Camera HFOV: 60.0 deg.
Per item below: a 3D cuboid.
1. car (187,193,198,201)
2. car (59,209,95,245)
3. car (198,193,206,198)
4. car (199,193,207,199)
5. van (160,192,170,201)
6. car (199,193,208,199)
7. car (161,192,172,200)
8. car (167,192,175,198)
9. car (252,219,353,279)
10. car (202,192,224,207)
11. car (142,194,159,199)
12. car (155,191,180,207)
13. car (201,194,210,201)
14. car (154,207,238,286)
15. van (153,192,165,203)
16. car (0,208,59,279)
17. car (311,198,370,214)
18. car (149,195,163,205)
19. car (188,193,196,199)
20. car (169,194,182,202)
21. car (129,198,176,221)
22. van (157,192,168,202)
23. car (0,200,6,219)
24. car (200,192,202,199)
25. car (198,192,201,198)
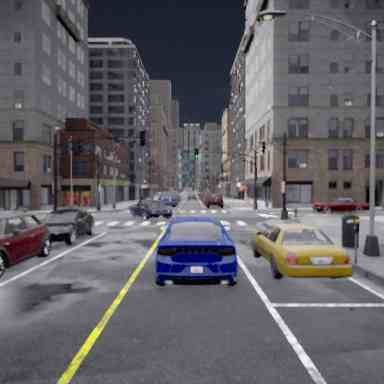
[{"bbox_3d":[-0.022,1.062,71.251,2.128,1.511,4.902,0,0,0],"label":"car"},{"bbox_3d":[-5.680,1.461,14.943,1.947,1.339,4.313,-1,0,0],"label":"car"},{"bbox_3d":[2.833,0.955,92.090,2.008,1.369,4.403,-1,0,0],"label":"car"},{"bbox_3d":[2.833,1.008,86.504,1.947,1.339,4.313,-1,0,0],"label":"car"},{"bbox_3d":[-5.700,0.896,69.743,1.690,1.788,3.998,-1,0,0],"label":"van"},{"bbox_3d":[2.834,1.046,80.918,1.947,1.339,4.313,-1,0,0],"label":"car"},{"bbox_3d":[-5.702,0.833,75.329,2.192,1.841,5.009,-1,0,0],"label":"car"},{"bbox_3d":[-5.706,0.845,92.086,1.967,1.590,4.097,-1,0,0],"label":"car"},{"bbox_3d":[2.846,1.457,9.620,1.752,1.417,4.829,-1,0,0],"label":"car"},{"bbox_3d":[2.833,1.047,41.816,2.192,1.841,5.009,-1,0,0],"label":"car"},{"bbox_3d":[-5.689,1.297,41.816,1.947,1.339,4.313,-1,0,0],"label":"car"},{"bbox_3d":[-3.109,0.948,42.667,2.150,2.045,5.566,0,0,0],"label":"car"},{"bbox_3d":[2.835,1.137,69.747,1.802,1.307,4.206,-1,0,0],"label":"car"},{"bbox_3d":[0.095,1.411,9.265,1.882,1.535,5.008,0,1,0],"label":"car"},{"bbox_3d":[-5.697,0.968,58.571,1.690,1.788,3.998,-1,0,0],"label":"van"},{"bbox_3d":[-5.680,1.372,9.446,1.967,1.590,4.097,-1,0,0],"label":"car"},{"bbox_3d":[13.351,1.240,30.063,4.718,1.301,1.895,-1,1,-1],"label":"car"},{"bbox_3d":[-5.693,1.189,52.817,1.752,1.417,4.829,-1,0,0],"label":"car"},{"bbox_3d":[-0.025,0.944,81.702,1.895,1.301,4.718,0,0,0],"label":"car"},{"bbox_3d":[-3.055,1.146,62.984,2.033,1.411,5.357,0,0,0],"label":"car"},{"bbox_3d":[-3.354,1.449,26.128,1.895,1.301,4.718,0,1,-30],"label":"car"},{"bbox_3d":[-5.699,0.932,64.158,1.690,1.788,3.998,-1,0,0],"label":"van"},{"bbox_3d":[-18.035,1.470,26.741,5.008,1.535,1.882,-1,1,-1],"label":"car"},{"bbox_3d":[2.835,1.151,58.745,1.752,1.417,4.829,-1,0,0],"label":"car"},{"bbox_3d":[2.832,0.906,64.159,2.192,1.841,5.009,-1,0,0],"label":"car"}]
